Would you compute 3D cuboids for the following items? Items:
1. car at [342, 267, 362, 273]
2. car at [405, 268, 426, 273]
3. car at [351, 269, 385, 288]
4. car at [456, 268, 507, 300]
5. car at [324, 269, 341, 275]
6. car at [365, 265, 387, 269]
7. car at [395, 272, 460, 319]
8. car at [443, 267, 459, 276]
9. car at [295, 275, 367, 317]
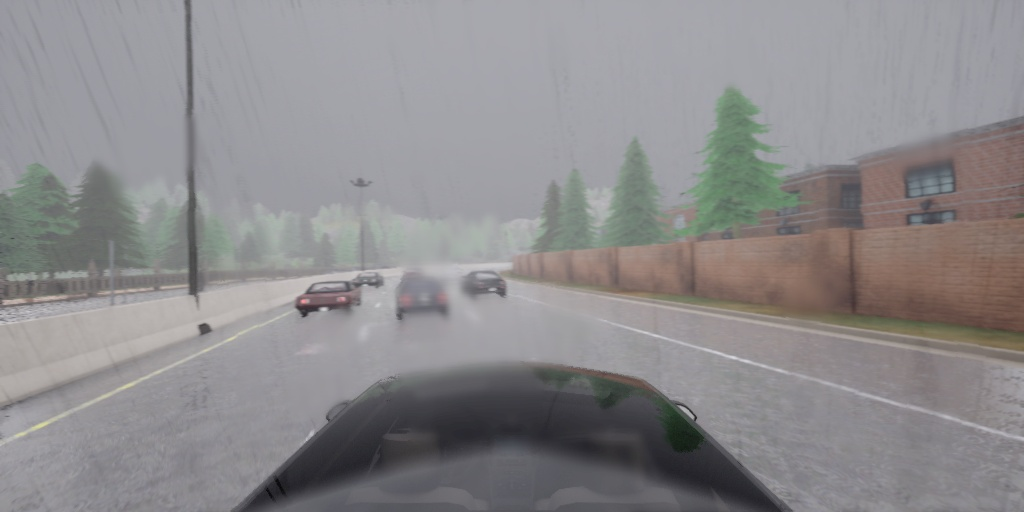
[{"bbox_3d":[-24.895,2.555,57.855,2.128,1.511,4.902,-2,-1,3],"label":"car"},{"bbox_3d":[-8.952,1.870,33.211,1.812,1.442,4.674,-2,-1,-12],"label":"car"},{"bbox_3d":[-11.787,1.989,29.767,1.895,1.301,4.718,-1,-1,-13],"label":"car"},{"bbox_3d":[-1.613,1.515,19.648,1.812,1.442,4.674,-1,-1,-17],"label":"car"},{"bbox_3d":[-28.362,2.766,58.055,1.895,1.301,4.718,-2,-1,3],"label":"car"},{"bbox_3d":[-21.407,2.312,57.373,2.097,1.767,4.553,-2,-1,4],"label":"car"},{"bbox_3d":[-3.604,1.535,14.235,2.033,1.411,5.357,-1,-1,-17],"label":"car"},{"bbox_3d":[-5.597,1.786,34.270,1.812,1.442,4.674,-2,-1,-12],"label":"car"},{"bbox_3d":[-7.608,1.715,15.365,1.895,1.301,4.718,-1,-1,-17],"label":"car"}]
